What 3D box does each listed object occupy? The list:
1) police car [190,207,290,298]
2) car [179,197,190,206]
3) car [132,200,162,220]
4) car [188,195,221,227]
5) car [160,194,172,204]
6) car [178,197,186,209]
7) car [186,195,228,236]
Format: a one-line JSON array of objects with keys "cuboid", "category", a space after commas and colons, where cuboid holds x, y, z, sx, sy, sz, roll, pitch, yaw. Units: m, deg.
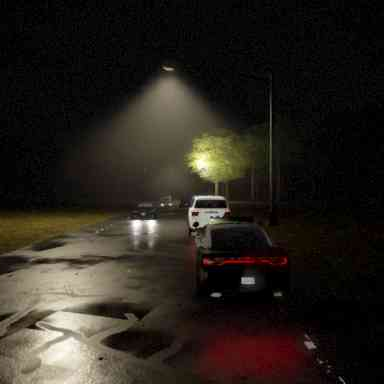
[{"cuboid": [1.009, 1.428, 8.696, 1.930, 1.638, 5.238, 0, 0, 0], "category": "police car"}, {"cuboid": [-1.320, 1.623, 59.870, 1.837, 1.490, 4.892, -1, 0, -3], "category": "car"}, {"cuboid": [-3.934, 1.601, 28.528, 1.994, 1.385, 4.181, 0, 0, -1], "category": "car"}, {"cuboid": [0.809, 1.249, 24.651, 2.150, 2.045, 5.566, 0, 0, -1], "category": "car"}, {"cuboid": [-5.304, 1.383, 69.124, 2.150, 2.045, 5.566, 0, 0, -3], "category": "car"}, {"cuboid": [-0.782, 1.642, 46.168, 1.994, 1.385, 4.181, 0, 0, -1], "category": "car"}, {"cuboid": [0.903, 1.244, 18.642, 2.150, 2.045, 5.566, 0, 0, -1], "category": "car"}]
